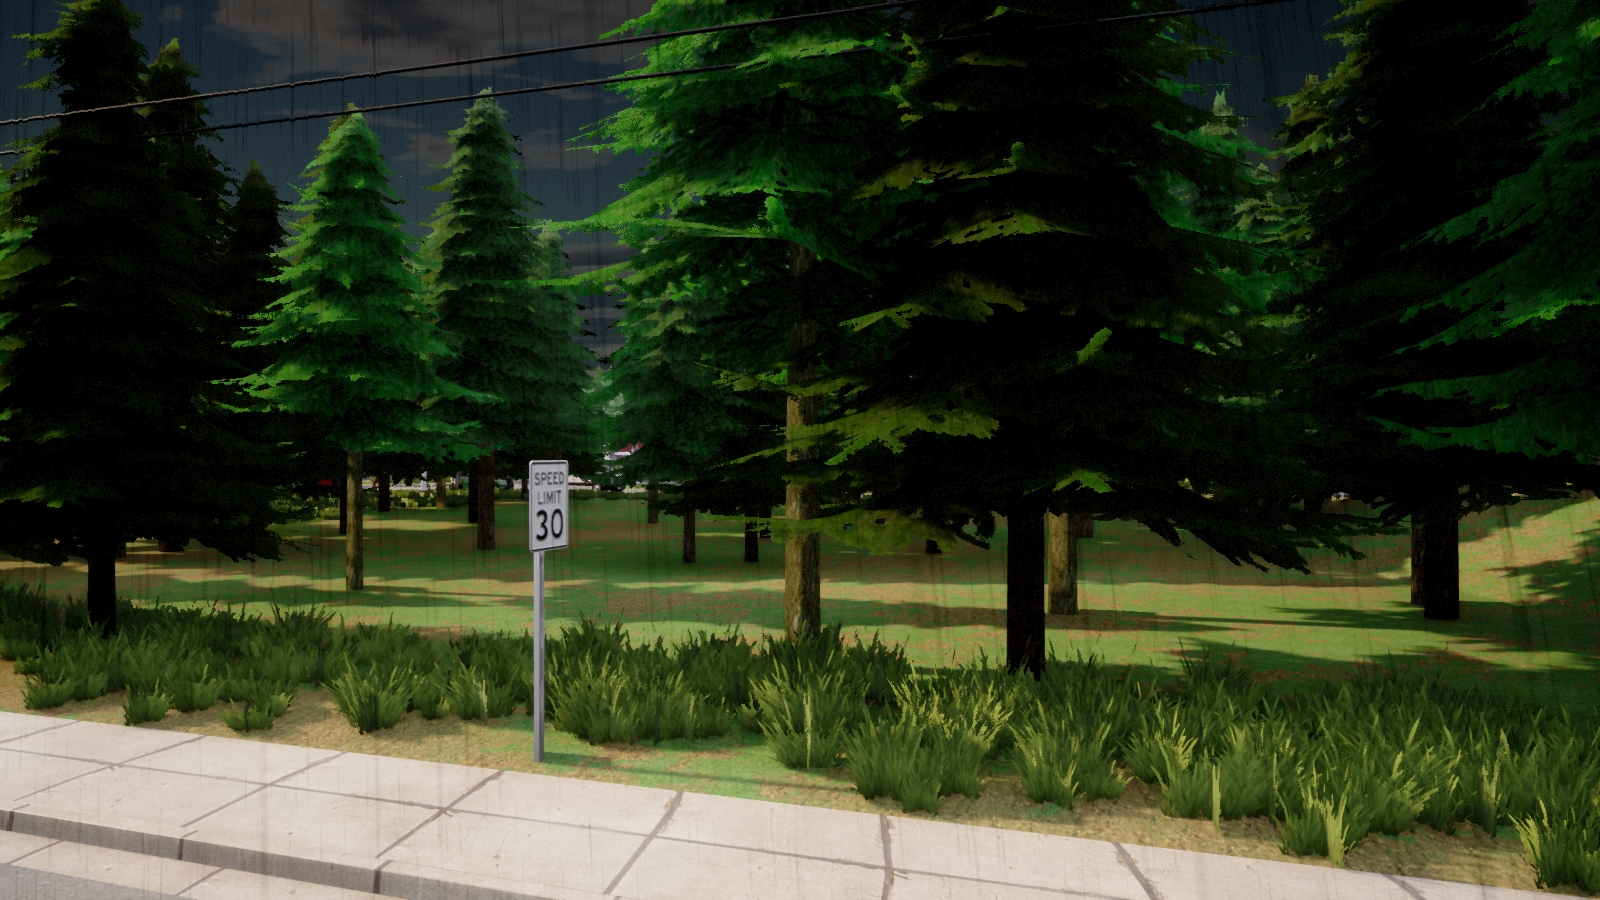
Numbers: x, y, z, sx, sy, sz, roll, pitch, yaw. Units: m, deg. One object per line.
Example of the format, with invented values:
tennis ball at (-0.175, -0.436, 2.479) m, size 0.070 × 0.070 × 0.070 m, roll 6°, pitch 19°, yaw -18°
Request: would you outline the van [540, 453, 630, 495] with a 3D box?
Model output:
van at (-13.883, 1.508, 73.669) m, size 5.915 × 2.561 × 1.988 m, roll 0°, pitch 0°, yaw 33°
